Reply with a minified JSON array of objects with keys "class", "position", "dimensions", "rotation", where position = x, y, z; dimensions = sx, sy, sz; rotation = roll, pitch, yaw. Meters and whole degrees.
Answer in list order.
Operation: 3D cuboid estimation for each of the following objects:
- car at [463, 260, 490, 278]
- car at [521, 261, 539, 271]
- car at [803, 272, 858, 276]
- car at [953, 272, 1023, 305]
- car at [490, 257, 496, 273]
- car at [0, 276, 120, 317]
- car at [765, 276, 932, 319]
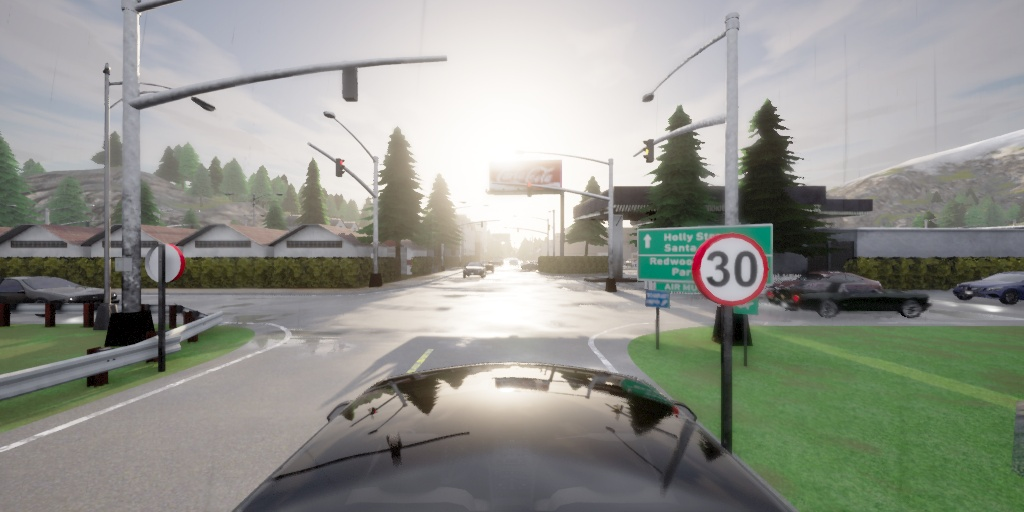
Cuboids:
[{"class":"car","position":[-3.459,1.291,33.806],"dimensions":[1.812,1.442,4.674],"rotation":[1,-1,1]},{"class":"car","position":[3.876,1.441,50.833],"dimensions":[5.357,1.411,2.033],"rotation":[1,1,0]},{"class":"car","position":[14.802,1.467,17.022],"dimensions":[4.674,1.442,1.812],"rotation":[0,0,0]},{"class":"car","position":[23.935,1.467,16.928],"dimensions":[4.674,1.442,1.812],"rotation":[0,0,1]},{"class":"car","position":[-3.184,1.269,44.097],"dimensions":[1.882,1.535,5.008],"rotation":[0,-1,-3]},{"class":"car","position":[-18.502,1.489,13.733],"dimensions":[5.357,1.411,2.033],"rotation":[0,0,1]},{"class":"car","position":[12.406,1.542,13.374],"dimensions":[4.718,1.301,1.895],"rotation":[0,0,0]}]
